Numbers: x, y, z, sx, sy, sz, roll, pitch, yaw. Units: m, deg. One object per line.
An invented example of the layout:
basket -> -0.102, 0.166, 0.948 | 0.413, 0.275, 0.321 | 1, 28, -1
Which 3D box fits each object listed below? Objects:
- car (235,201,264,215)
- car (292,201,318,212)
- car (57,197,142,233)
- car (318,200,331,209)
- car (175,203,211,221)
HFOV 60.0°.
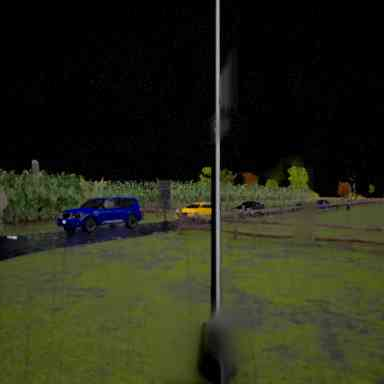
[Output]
car -> 6.639, 1.824, 37.986 | 1.837, 1.490, 4.892 | -1, -1, 36
car -> 14.907, 1.926, 44.461 | 1.994, 1.385, 4.181 | -1, -1, 36
car -> -5.622, 1.366, 21.070 | 2.150, 2.045, 5.566 | -1, -1, 36
car -> 20.592, 1.979, 52.409 | 1.812, 1.442, 4.674 | -1, -1, 36
car -> 0.523, 1.708, 29.558 | 1.882, 1.535, 5.008 | -1, -1, 36
